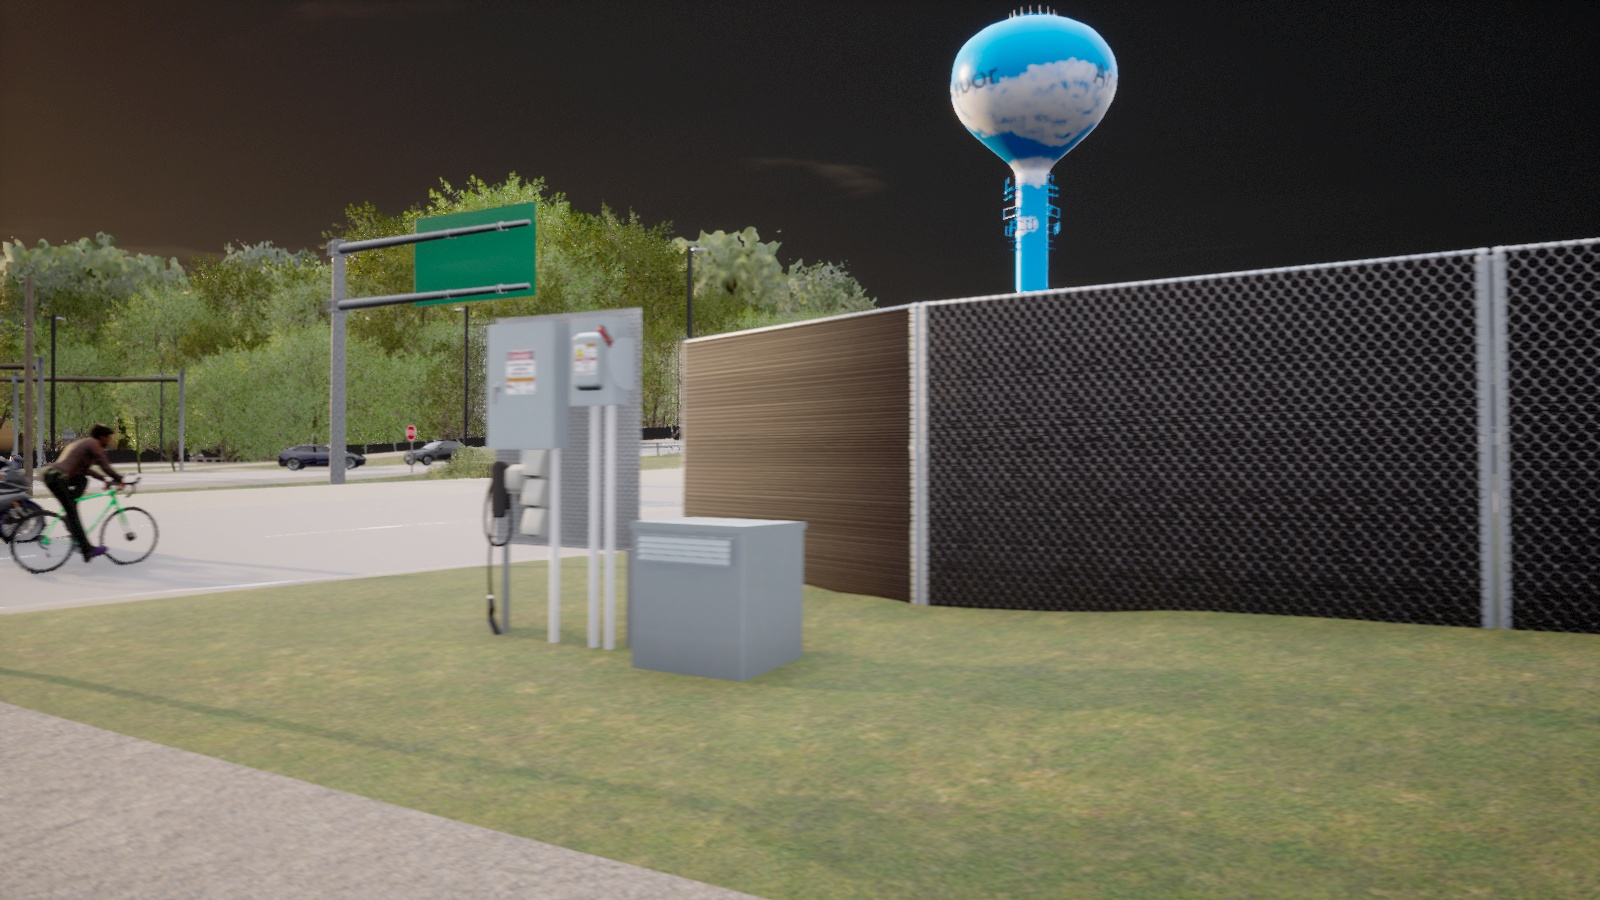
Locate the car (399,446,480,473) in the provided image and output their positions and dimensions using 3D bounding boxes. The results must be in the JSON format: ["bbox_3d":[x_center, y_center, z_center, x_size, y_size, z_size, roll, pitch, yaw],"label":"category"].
[{"bbox_3d":[-22.465,0.565,78.428,1.812,1.442,4.674,-1,2,37],"label":"car"}]

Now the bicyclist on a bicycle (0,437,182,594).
[{"bbox_3d":[-7.850,0.675,13.977,0.582,1.620,1.656,0,1,31],"label":"bicyclist on a bicycle"}]

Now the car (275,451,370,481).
[{"bbox_3d":[-27.583,0.886,72.654,4.792,1.488,2.163,-2,1,-10],"label":"car"}]

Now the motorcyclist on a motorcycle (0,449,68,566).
[{"bbox_3d":[-11.206,0.791,16.843,0.866,1.530,2.191,-1,1,34],"label":"motorcyclist on a motorcycle"}]
